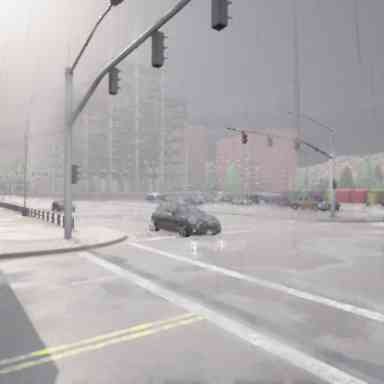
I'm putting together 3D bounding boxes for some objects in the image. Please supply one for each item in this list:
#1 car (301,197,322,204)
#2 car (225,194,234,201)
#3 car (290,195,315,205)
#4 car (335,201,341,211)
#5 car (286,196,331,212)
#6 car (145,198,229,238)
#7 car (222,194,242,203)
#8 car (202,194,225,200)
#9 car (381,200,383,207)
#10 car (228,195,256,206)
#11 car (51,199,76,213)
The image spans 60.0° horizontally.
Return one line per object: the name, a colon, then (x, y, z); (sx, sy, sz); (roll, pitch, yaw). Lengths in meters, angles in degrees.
car: (24.766, 1.751, 68.998); (1.784, 1.438, 3.905); (0, 0, -35)
car: (6.978, 1.681, 74.892); (1.784, 1.438, 3.905); (0, 0, -35)
car: (22.364, 1.522, 67.380); (1.932, 1.855, 4.605); (0, 0, -35)
car: (16.479, 1.398, 41.731); (1.905, 1.878, 3.866); (0, 0, -35)
car: (14.084, 1.376, 40.106); (1.932, 1.855, 4.605); (0, 0, -35)
car: (-0.448, 1.415, 18.237); (2.097, 1.767, 4.553); (1, 0, -36)
car: (9.142, 1.487, 76.481); (1.932, 1.855, 4.605); (0, 0, -35)
car: (4.613, 1.694, 73.222); (1.970, 1.475, 3.806); (0, 0, -35)
car: (32.487, 1.523, 53.081); (1.905, 1.878, 3.866); (0, 0, -35)
car: (8.612, 1.656, 57.559); (1.970, 1.475, 3.806); (0, 0, -35)
car: (-14.874, 1.546, 38.458); (2.128, 1.511, 4.902); (0, 0, -35)
